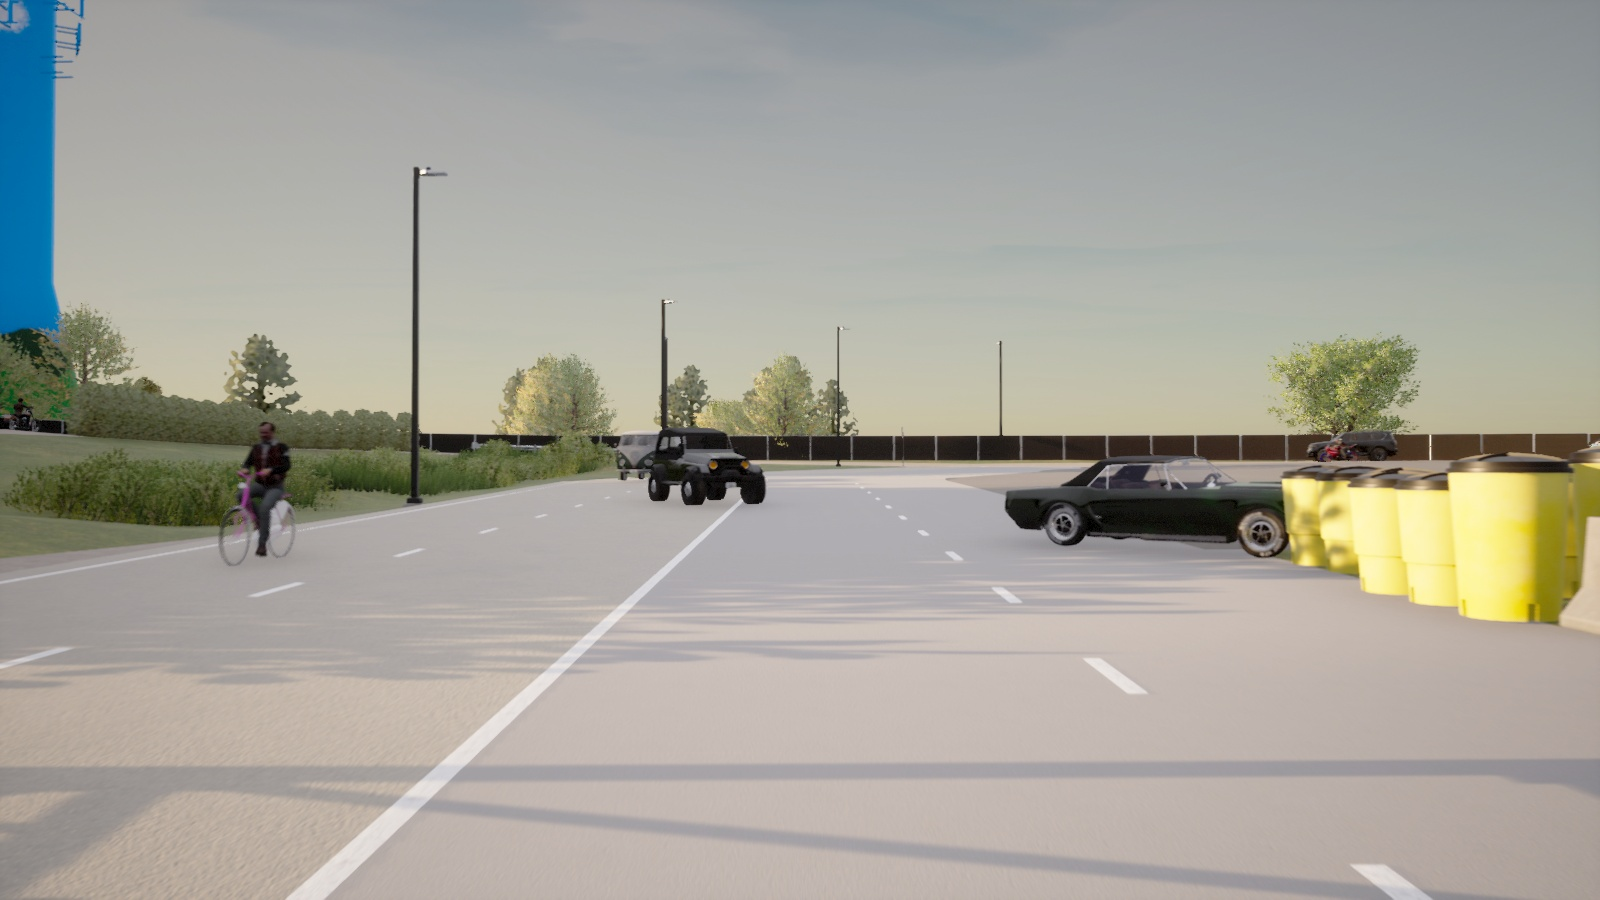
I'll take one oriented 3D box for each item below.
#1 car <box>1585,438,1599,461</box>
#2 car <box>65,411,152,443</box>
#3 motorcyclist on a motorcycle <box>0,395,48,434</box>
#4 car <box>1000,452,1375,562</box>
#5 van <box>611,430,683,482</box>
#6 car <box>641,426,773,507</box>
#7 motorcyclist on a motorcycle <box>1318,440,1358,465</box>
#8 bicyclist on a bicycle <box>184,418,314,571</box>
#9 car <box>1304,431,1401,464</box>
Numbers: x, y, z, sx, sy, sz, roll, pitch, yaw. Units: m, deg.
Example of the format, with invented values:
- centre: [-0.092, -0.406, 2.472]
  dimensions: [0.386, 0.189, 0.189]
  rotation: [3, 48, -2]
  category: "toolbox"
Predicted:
- centre: [49.399, -0.060, 76.819]
  dimensions: [2.207, 1.376, 1.481]
  rotation: [-1, -2, 37]
  category: "car"
- centre: [-37.754, -1.232, 68.653]
  dimensions: [1.970, 1.475, 3.806]
  rotation: [-1, -2, 20]
  category: "car"
- centre: [-35.795, -1.625, 57.866]
  dimensions: [0.766, 1.649, 2.350]
  rotation: [0, -2, 1]
  category: "motorcyclist on a motorcycle"
- centre: [5.395, 0.745, 17.889]
  dimensions: [4.718, 1.301, 1.895]
  rotation: [-1, 2, 42]
  category: "car"
- centre: [-6.043, 0.224, 50.161]
  dimensions: [1.775, 1.987, 4.442]
  rotation: [0, 0, 8]
  category: "van"
- centre: [-2.389, 0.372, 31.230]
  dimensions: [1.905, 1.878, 3.866]
  rotation: [0, 0, -27]
  category: "car"
- centre: [34.204, 0.148, 79.813]
  dimensions: [2.191, 1.530, 0.866]
  rotation: [-1, -1, 12]
  category: "motorcyclist on a motorcycle"
- centre: [-6.748, 0.515, 15.482]
  dimensions: [0.659, 1.776, 1.843]
  rotation: [1, 0, 4]
  category: "bicyclist on a bicycle"
- centre: [36.404, -0.128, 82.916]
  dimensions: [5.566, 2.045, 2.150]
  rotation: [-1, -1, 16]
  category: "car"
